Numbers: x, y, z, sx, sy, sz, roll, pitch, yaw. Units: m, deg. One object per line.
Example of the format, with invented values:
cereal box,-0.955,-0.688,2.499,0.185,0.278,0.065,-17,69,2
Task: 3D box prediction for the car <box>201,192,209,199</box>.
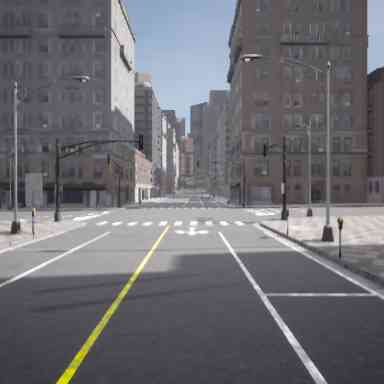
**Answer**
car,3.724,0.893,93.279,2.150,2.045,5.566,0,0,0
